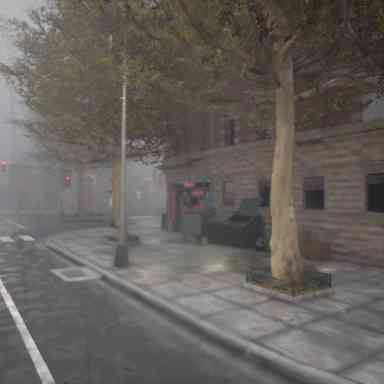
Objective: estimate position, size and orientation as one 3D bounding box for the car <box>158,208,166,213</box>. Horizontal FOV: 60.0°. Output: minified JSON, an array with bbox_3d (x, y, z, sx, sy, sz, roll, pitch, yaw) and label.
[{"bbox_3d":[-3.264,2.871,55.129,4.718,1.301,1.895,2,-2,-35],"label":"car"}]
